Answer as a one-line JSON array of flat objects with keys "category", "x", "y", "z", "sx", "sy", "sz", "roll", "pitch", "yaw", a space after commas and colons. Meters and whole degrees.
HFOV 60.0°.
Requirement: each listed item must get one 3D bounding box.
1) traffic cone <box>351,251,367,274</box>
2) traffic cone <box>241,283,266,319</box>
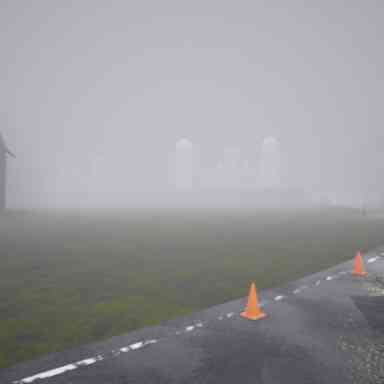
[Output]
[{"category": "traffic cone", "x": 4.699, "y": 1.970, "z": 9.369, "sx": 0.340, "sy": 0.580, "sz": 0.340, "roll": 0, "pitch": 0, "yaw": -44}, {"category": "traffic cone", "x": 1.131, "y": 1.973, "z": 6.131, "sx": 0.340, "sy": 0.580, "sz": 0.340, "roll": 0, "pitch": 0, "yaw": -40}]
